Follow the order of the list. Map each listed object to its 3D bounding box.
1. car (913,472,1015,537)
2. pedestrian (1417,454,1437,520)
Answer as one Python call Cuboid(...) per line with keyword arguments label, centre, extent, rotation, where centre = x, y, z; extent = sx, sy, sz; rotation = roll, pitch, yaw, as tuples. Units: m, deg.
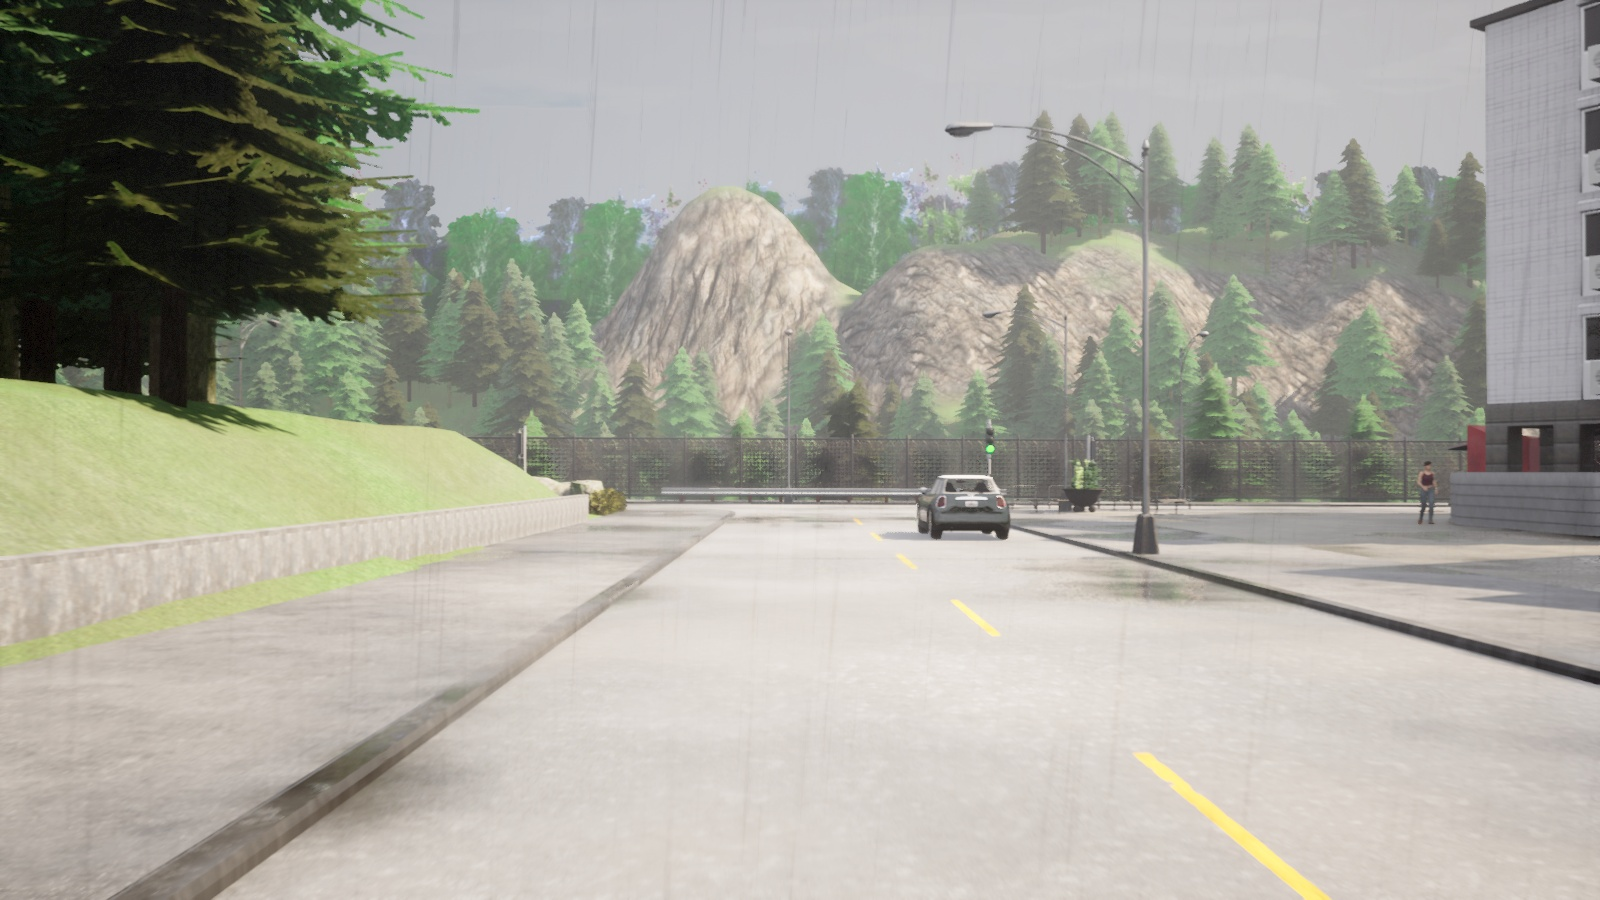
Cuboid(label="car", centre=(3.930, 1.278, 30.708), extent=(1.970, 1.475, 3.806), rotation=(0, -1, 0))
Cuboid(label="pedestrian", centre=(17.768, 1.049, 35.599), extent=(0.345, 1.836, 0.594), rotation=(0, -1, 10))
